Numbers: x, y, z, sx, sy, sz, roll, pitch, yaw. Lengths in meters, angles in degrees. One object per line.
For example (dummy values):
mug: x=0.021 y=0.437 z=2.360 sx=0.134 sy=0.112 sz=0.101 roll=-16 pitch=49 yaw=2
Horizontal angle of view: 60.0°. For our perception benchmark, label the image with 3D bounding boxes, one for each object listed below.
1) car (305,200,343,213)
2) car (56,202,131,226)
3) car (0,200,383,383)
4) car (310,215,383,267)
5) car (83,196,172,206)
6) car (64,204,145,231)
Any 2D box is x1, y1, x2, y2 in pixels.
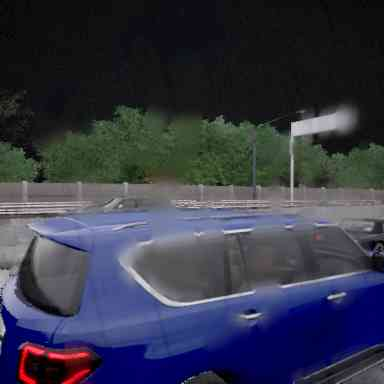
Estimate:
car: x=15.566 y=1.668 z=39.100 sx=4.674 sy=1.442 sz=1.812 roll=1 pitch=-1 yaw=-33
car: x=-7.107 y=1.506 z=24.255 sx=4.892 sy=1.490 sz=1.837 roll=0 pitch=0 yaw=-33
car: x=0.752 y=1.224 z=4.056 sx=5.566 sy=2.045 sz=2.150 roll=0 pitch=0 yaw=-33
car: x=6.594 y=1.607 z=12.072 sx=4.718 sy=1.301 sz=1.895 roll=0 pitch=0 yaw=-33
car: x=-3.531 y=1.223 z=18.229 sx=5.566 sy=2.045 sz=2.150 roll=0 pitch=0 yaw=-33
car: x=-5.500 y=1.527 z=21.106 sx=4.674 sy=1.442 sz=1.812 roll=0 pitch=0 yaw=-33
